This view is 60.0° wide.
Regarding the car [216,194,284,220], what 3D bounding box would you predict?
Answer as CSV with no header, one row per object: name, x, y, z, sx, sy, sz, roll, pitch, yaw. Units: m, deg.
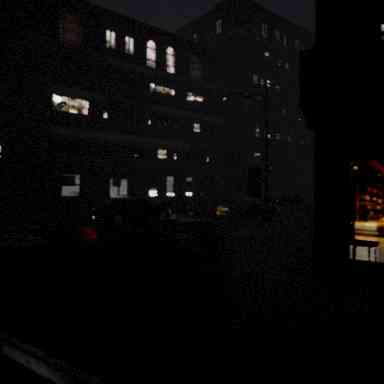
car,3.750,1.011,22.011,4.829,1.417,1.752,-1,2,-39

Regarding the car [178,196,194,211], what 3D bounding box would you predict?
car,-1.721,1.006,28.363,4.206,1.307,1.802,-1,2,-39

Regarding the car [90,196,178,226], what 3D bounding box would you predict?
car,-3.486,1.083,19.596,4.892,1.490,1.837,-1,1,-39

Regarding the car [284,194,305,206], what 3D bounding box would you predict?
car,9.500,0.846,34.186,4.718,1.301,1.895,-1,1,-39

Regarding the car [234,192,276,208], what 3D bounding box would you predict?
car,6.733,0.774,35.260,4.829,1.417,1.752,-1,2,-39
